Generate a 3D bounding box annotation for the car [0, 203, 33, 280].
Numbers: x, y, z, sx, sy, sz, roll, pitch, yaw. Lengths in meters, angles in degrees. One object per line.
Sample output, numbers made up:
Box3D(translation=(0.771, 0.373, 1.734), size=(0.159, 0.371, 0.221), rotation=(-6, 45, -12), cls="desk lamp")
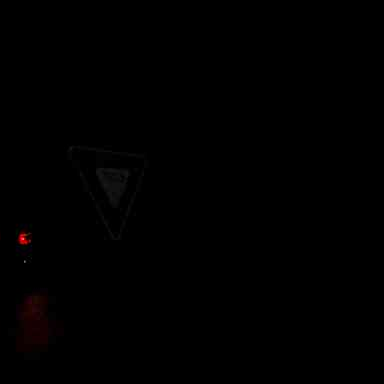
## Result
Box3D(translation=(-6.479, 1.311, 9.085), size=(5.566, 2.045, 2.150), rotation=(-1, -1, 39), cls="car")
